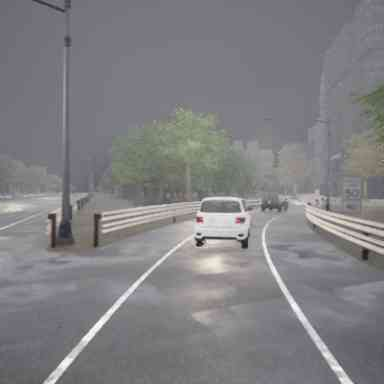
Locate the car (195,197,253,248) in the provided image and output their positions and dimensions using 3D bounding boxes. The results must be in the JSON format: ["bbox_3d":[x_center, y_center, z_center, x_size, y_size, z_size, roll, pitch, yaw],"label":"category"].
[{"bbox_3d":[1.547,1.230,15.215,2.150,2.045,5.566,0,0,11],"label":"car"}]

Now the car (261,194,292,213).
[{"bbox_3d":[9.604,1.255,38.423,2.150,2.045,5.566,0,0,27],"label":"car"}]
